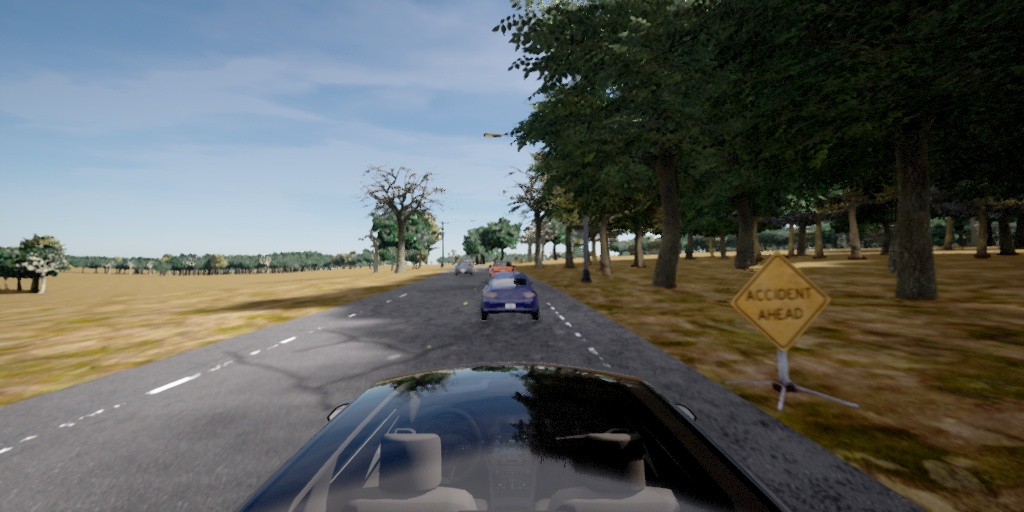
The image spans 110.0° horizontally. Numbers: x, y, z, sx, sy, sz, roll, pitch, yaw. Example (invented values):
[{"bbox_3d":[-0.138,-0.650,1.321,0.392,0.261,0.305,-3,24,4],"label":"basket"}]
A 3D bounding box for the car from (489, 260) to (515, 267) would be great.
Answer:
[{"bbox_3d":[-0.835,1.176,29.971,2.097,1.767,4.553,0,0,-3],"label":"car"}]

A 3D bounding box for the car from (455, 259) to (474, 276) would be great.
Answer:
[{"bbox_3d":[-5.142,1.353,38.773,2.128,1.511,4.902,0,0,-5],"label":"car"}]

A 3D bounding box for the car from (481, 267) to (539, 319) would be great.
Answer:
[{"bbox_3d":[-0.098,1.289,12.746,1.812,1.442,4.674,0,0,-1],"label":"car"}]

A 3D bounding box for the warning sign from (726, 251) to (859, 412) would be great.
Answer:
[{"bbox_3d":[3.539,0.867,4.649,1.300,1.860,1.060,0,0,-1],"label":"warning sign"}]
